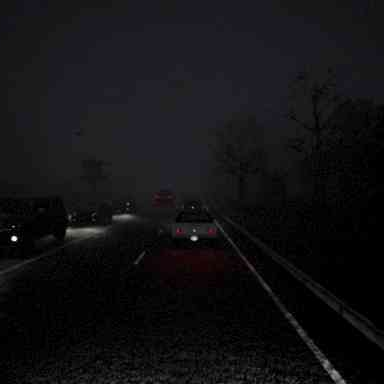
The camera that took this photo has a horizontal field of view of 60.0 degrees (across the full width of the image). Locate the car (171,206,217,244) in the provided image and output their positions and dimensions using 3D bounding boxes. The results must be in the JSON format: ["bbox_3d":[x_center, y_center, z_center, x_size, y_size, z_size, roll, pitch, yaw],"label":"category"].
[{"bbox_3d":[0.096,1.574,15.652,1.895,1.301,4.718,0,0,0],"label":"car"}]

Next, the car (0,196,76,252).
[{"bbox_3d":[-7.106,1.197,14.125,2.150,2.045,5.566,0,0,0],"label":"car"}]

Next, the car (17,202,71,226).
[{"bbox_3d":[-10.587,1.485,24.193,1.812,1.442,4.674,0,0,0],"label":"car"}]

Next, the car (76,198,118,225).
[{"bbox_3d":[-7.093,1.437,24.204,1.882,1.535,5.008,0,0,0],"label":"car"}]

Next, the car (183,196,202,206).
[{"bbox_3d":[0.091,1.254,37.121,1.837,1.490,4.892,0,2,0],"label":"car"}]

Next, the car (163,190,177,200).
[{"bbox_3d":[-3.512,0.493,53.582,1.895,1.301,4.718,0,3,0],"label":"car"}]

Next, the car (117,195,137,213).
[{"bbox_3d":[-7.029,1.193,34.311,2.097,1.767,4.553,0,2,0],"label":"car"}]

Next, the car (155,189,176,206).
[{"bbox_3d":[-3.510,0.670,43.141,2.150,2.045,5.566,0,3,0],"label":"car"}]
